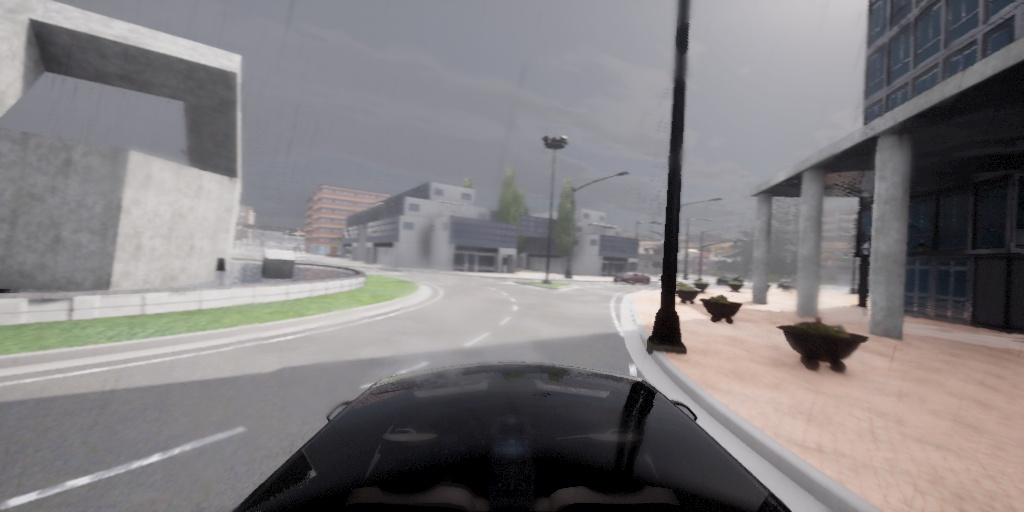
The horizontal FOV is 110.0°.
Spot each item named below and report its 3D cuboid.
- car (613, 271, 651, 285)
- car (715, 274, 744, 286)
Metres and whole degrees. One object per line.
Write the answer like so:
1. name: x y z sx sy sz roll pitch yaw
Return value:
1. car: 13.034 2.341 38.783 4.674 1.442 1.812 4 0 -32
2. car: 30.658 3.289 50.393 4.553 1.767 2.097 4 -1 -34
